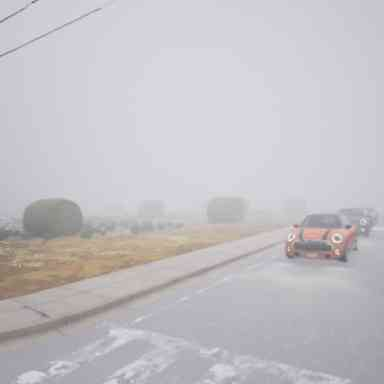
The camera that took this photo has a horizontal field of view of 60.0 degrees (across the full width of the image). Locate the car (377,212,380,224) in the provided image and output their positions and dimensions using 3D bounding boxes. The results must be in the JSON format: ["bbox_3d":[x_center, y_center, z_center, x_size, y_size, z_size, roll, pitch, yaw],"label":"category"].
[{"bbox_3d":[14.814,2.043,28.395,1.837,1.490,4.892,-2,-2,32],"label":"car"}]

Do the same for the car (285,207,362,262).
[{"bbox_3d":[5.330,1.645,13.437,2.097,1.767,4.553,-3,-2,32],"label":"car"}]

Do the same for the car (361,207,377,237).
[{"bbox_3d":[10.078,1.769,20.932,2.097,1.767,4.553,-2,-2,32],"label":"car"}]
